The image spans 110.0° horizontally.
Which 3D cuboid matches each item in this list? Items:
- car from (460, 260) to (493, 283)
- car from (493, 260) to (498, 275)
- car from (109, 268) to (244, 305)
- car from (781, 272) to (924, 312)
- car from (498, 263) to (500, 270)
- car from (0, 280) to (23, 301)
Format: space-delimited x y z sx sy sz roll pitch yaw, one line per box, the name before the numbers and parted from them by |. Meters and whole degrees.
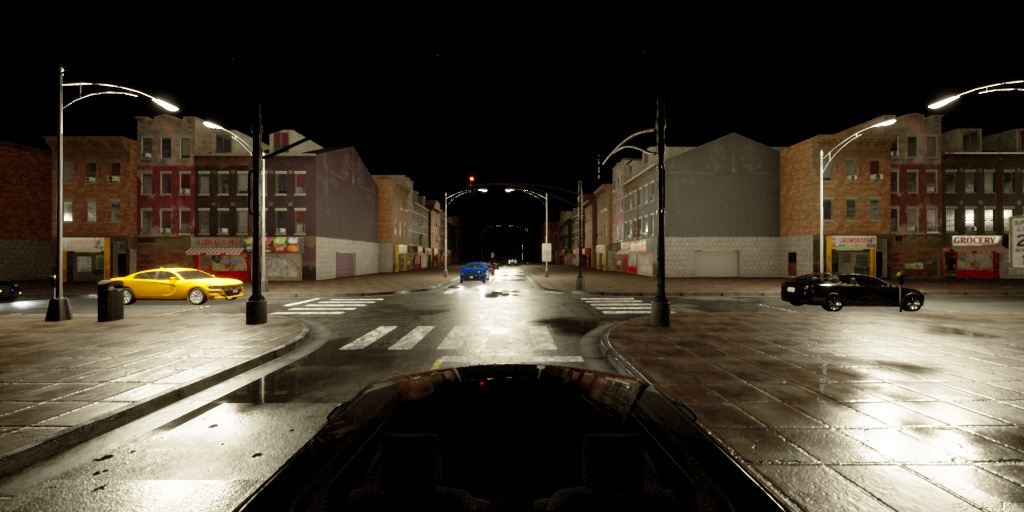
car | -2.825 1.239 27.938 1.882 1.535 5.008 0 0 1
car | -2.836 1.333 37.889 1.994 1.385 4.181 0 0 0
car | -14.588 1.271 15.747 5.008 1.535 1.882 0 0 2
car | 12.358 1.267 13.195 4.313 1.339 1.948 0 0 0
car | -2.817 1.281 50.612 1.837 1.490 4.892 0 1 0
car | -24.592 1.392 15.776 4.181 1.385 1.994 0 0 0
